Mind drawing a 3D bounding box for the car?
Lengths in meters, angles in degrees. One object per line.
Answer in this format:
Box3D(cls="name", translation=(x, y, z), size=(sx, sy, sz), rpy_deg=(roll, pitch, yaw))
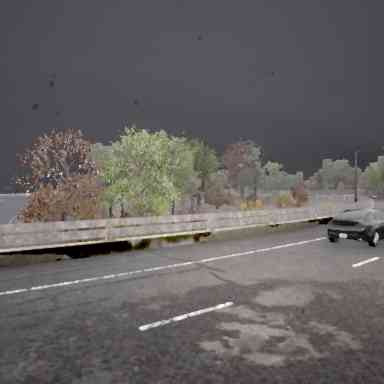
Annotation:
Box3D(cls="car", translation=(7.861, 1.514, 15.121), size=(4.892, 1.490, 1.837), rpy_deg=(0, 0, -44))
